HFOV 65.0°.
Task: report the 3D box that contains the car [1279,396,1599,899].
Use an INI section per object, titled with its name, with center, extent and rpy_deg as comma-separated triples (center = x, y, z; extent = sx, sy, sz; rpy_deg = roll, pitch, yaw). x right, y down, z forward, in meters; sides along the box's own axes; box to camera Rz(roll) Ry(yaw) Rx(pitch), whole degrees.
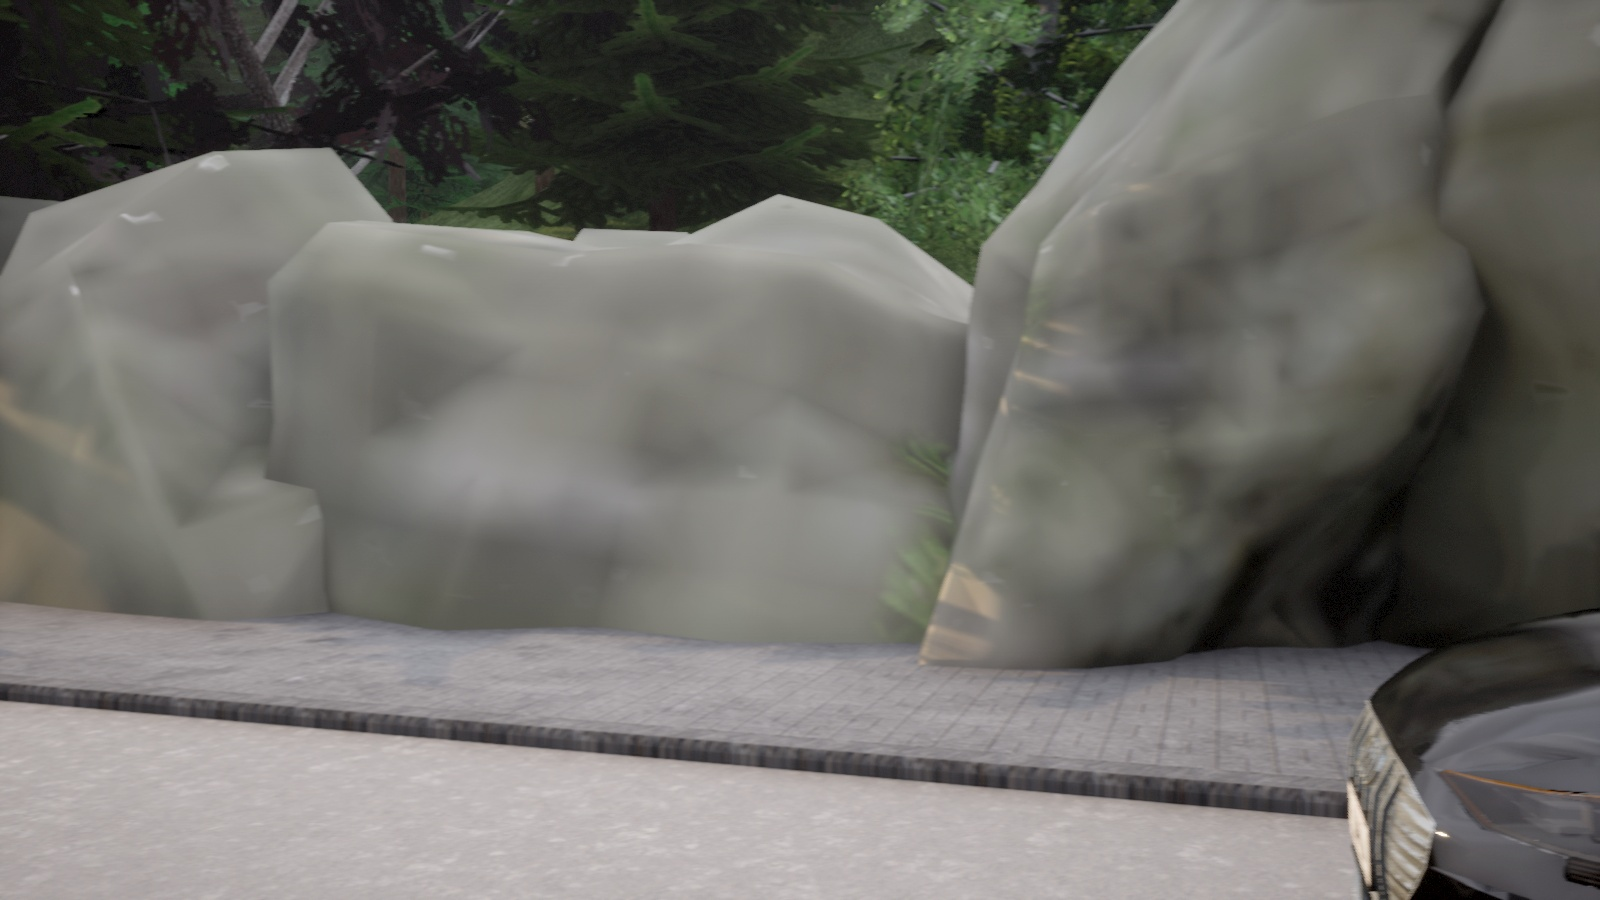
[car]
center = 3.603, 0.730, 2.507
extent = 4.856, 1.649, 2.033
rpy_deg = 0, 1, 19
